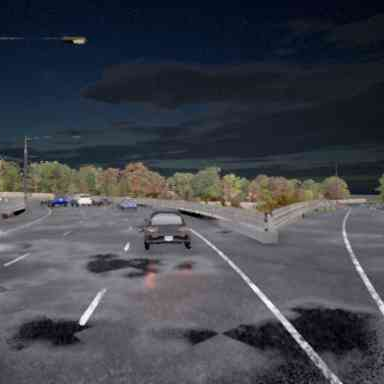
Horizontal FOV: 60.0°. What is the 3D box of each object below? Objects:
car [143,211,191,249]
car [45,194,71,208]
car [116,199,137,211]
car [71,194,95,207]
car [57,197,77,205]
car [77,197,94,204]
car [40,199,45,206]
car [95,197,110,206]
[{"bbox_3d":[-1.142,1.546,14.532,1.812,1.442,4.674,0,0,-7],"label":"car"},{"bbox_3d":[-21.115,1.349,52.311,2.150,2.045,5.566,0,0,-32],"label":"car"},{"bbox_3d":[-8.162,1.601,41.382,2.033,1.411,5.357,0,0,-22],"label":"car"},{"bbox_3d":[-17.971,1.332,53.888,2.150,2.045,5.566,0,0,-32],"label":"car"},{"bbox_3d":[-23.713,1.698,62.934,2.033,1.411,5.357,0,0,-37],"label":"car"},{"bbox_3d":[-20.839,1.628,64.930,1.994,1.385,4.181,0,0,-37],"label":"car"},{"bbox_3d":[-26.123,1.780,60.282,1.895,1.301,4.718,0,0,-37],"label":"car"},{"bbox_3d":[-15.361,1.601,56.328,1.837,1.490,4.892,0,0,-32],"label":"car"}]
